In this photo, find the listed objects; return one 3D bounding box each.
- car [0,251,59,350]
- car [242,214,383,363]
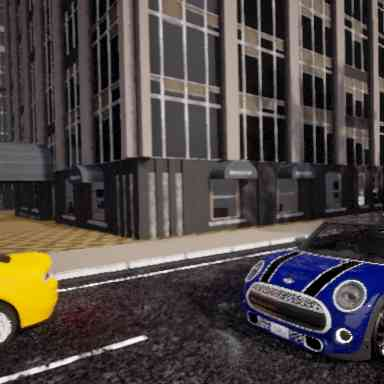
[{"bbox_3d":[-4.500,1.500,4.469,5.008,1.535,1.882,-1,1,-35],"label":"car"},{"bbox_3d":[3.011,1.241,5.830,4.553,1.767,2.097,-1,1,-35],"label":"car"}]
